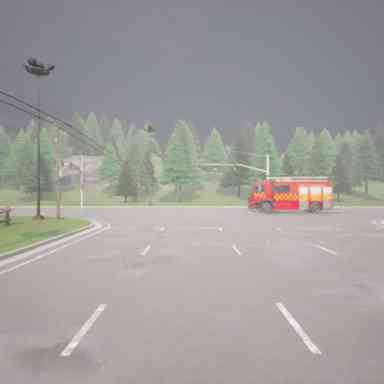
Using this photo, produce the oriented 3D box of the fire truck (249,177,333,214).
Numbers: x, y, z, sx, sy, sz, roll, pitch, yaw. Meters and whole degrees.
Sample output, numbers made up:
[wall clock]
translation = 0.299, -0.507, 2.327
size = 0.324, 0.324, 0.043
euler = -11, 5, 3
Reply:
[fire truck]
translation = 10.450, 0.339, 35.801
size = 8.468, 3.827, 2.891
euler = 0, 0, 6
